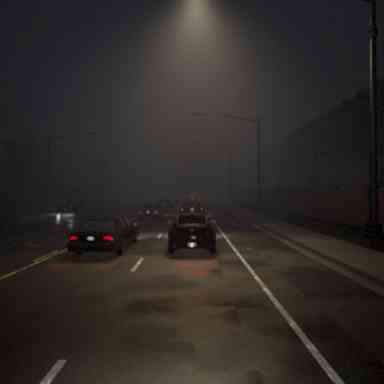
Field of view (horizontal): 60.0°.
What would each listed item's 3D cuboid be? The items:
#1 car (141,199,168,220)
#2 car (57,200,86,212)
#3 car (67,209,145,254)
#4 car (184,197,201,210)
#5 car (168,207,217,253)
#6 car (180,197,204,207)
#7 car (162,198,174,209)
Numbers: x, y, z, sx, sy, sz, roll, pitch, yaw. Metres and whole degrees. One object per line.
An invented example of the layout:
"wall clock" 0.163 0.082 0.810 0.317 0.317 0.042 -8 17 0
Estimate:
"car" -3.497 1.657 28.976 2.033 1.411 5.357 0 0 0
"car" -13.999 1.615 38.815 1.895 1.301 4.718 0 1 0
"car" -3.498 1.665 13.983 2.033 1.411 5.357 0 0 0
"car" 0.003 1.439 44.056 2.128 1.511 4.902 0 1 0
"car" 0.007 1.627 14.301 1.837 1.490 4.892 0 0 0
"car" 0.005 1.459 29.068 2.097 1.767 4.553 0 0 0
"car" -3.497 1.512 44.056 1.994 1.385 4.181 0 1 0
